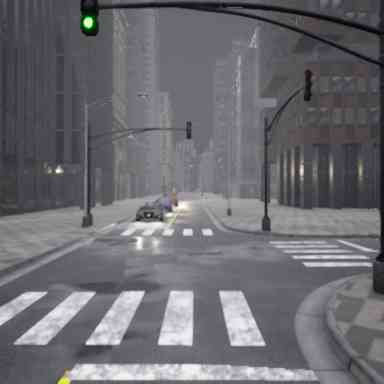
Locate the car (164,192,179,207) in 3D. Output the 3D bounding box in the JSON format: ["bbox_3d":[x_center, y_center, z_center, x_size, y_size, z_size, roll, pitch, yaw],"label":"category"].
[{"bbox_3d":[-3.051,1.020,46.775,2.150,2.045,5.566,0,0,0],"label":"car"}]

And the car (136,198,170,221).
[{"bbox_3d":[-3.078,1.453,25.681,1.994,1.385,4.181,0,0,0],"label":"car"}]

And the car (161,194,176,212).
[{"bbox_3d":[-3.069,1.322,36.093,1.882,1.535,5.008,0,0,0],"label":"car"}]
